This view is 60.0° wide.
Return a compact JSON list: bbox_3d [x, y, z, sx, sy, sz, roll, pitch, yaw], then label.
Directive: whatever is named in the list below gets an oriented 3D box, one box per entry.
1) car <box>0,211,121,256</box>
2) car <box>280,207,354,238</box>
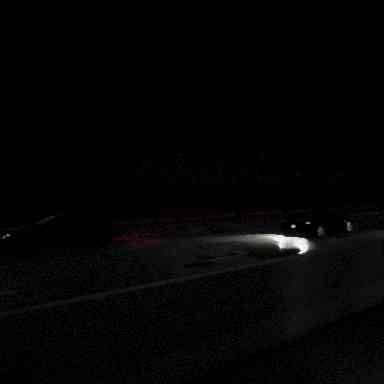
[{"bbox_3d":[-5.152,1.503,13.215,4.674,1.442,1.812,0,0,-35],"label":"car"},{"bbox_3d":[6.523,1.463,17.243,4.181,1.385,1.994,0,0,-35],"label":"car"}]
